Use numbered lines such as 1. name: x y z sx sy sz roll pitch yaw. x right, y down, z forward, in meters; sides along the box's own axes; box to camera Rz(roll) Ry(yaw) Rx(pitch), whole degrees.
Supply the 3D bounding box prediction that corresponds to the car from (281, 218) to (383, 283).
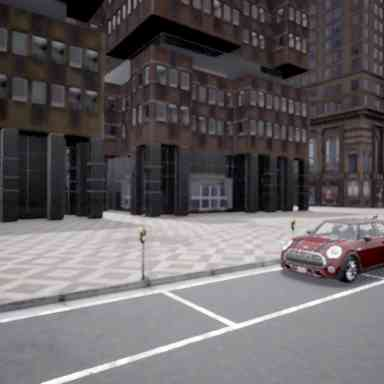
1. car: 4.494 1.526 9.855 4.097 1.590 1.967 1 0 -35
